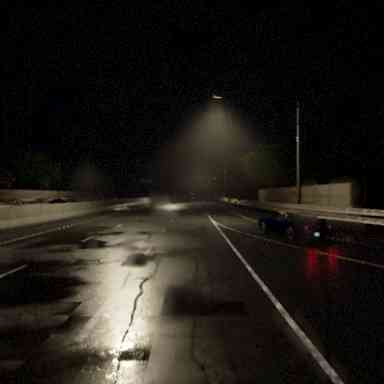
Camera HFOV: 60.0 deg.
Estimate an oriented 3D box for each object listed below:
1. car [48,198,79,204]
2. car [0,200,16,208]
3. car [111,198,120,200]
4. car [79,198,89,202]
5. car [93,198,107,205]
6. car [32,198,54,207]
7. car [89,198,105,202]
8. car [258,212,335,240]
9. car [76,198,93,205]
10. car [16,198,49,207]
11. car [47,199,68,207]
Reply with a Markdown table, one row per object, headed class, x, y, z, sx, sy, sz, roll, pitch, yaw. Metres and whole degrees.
| class | x | y | z | sx | sy | sz | roll | pitch | yaw |
| --- | --- | --- | --- | --- | --- | --- | --- | --- | --- |
| car | -17.603 | 1.918 | 45.853 | 1.994 | 1.385 | 4.181 | 0 | 0 | 0 |
| car | -24.601 | 1.947 | 44.869 | 1.895 | 1.301 | 4.718 | 0 | 0 | 0 |
| car | -17.638 | 2.088 | 77.495 | 1.837 | 1.490 | 4.892 | 0 | 0 | 0 |
| car | -21.073 | 2.013 | 60.371 | 2.033 | 1.411 | 5.357 | 0 | 0 | 0 |
| car | -21.131 | 2.082 | 76.261 | 1.837 | 1.490 | 4.892 | 0 | 0 | 0 |
| car | -28.071 | 1.963 | 62.872 | 1.882 | 1.535 | 5.008 | 0 | 0 | 0 |
| car | -17.576 | 2.083 | 62.349 | 1.895 | 1.301 | 4.718 | 0 | 0 | 0 |
| car | 5.375 | 1.738 | 17.935 | 1.895 | 1.301 | 4.718 | 0 | 0 | -15 |
| car | -24.632 | 2.107 | 76.353 | 2.128 | 1.511 | 4.902 | 0 | 0 | 0 |
| car | -21.105 | 1.870 | 44.566 | 1.812 | 1.442 | 4.674 | 0 | 0 | 0 |
| car | -24.572 | 1.972 | 60.809 | 1.837 | 1.490 | 4.892 | 0 | 0 | 0 |
